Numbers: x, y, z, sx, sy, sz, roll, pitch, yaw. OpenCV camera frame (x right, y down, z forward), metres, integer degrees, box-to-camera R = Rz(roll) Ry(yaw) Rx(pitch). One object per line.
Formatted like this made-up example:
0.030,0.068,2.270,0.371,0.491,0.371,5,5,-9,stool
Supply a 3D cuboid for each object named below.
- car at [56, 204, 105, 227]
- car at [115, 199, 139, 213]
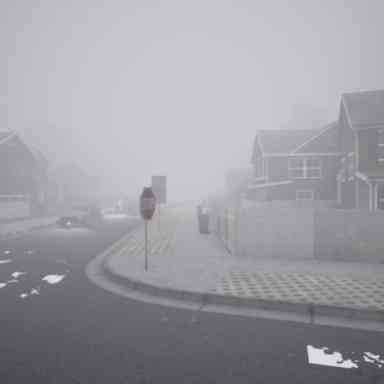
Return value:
-7.591,1.563,23.224,2.033,1.411,5.357,-1,0,0,car
-7.195,1.488,37.045,2.128,1.511,4.902,-1,0,3,car
